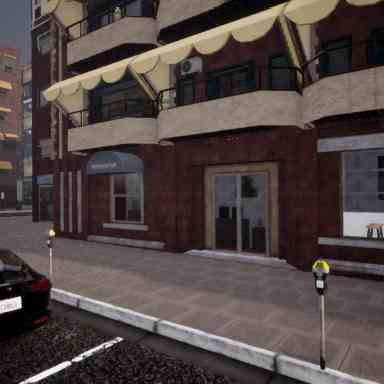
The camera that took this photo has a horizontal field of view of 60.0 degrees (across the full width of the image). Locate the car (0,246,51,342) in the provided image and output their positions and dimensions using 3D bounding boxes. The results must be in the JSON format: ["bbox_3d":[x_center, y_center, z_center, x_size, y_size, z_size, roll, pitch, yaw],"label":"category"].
[{"bbox_3d":[-4.164,1.567,5.706,4.313,1.339,1.947,0,-1,36],"label":"car"}]
